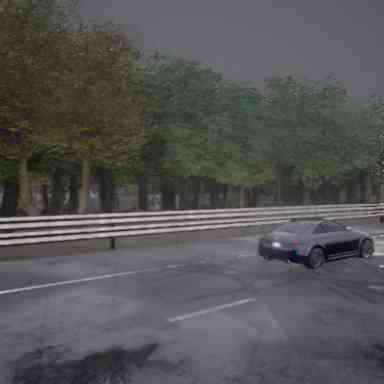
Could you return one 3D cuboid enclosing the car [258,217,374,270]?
[{"bbox_3d":[4.180,1.542,11.045,4.181,1.385,1.994,0,0,-34],"label":"car"}]
